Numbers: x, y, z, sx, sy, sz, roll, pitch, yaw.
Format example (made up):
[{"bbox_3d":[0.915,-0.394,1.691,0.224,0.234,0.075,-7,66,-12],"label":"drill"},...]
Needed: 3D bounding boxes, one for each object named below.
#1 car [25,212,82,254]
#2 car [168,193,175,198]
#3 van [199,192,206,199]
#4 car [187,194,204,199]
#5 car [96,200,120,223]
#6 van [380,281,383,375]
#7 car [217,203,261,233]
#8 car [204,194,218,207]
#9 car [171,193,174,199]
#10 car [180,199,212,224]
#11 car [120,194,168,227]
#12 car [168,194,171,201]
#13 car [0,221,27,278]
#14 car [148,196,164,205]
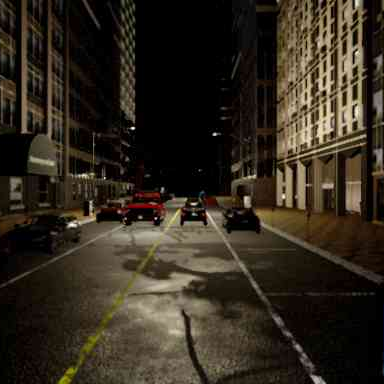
[{"bbox_3d":[-5.688,1.507,13.098,2.008,1.369,4.403,0,0,0],"label":"car"},{"bbox_3d":[-5.794,1.064,94.419,1.752,1.417,4.829,0,0,0],"label":"car"},{"bbox_3d":[2.796,0.939,87.183,1.690,1.788,3.998,0,0,0],"label":"van"},{"bbox_3d":[0.109,1.332,40.908,1.882,1.535,5.008,0,0,0],"label":"car"},{"bbox_3d":[-5.685,1.355,24.495,1.967,1.590,4.097,0,0,0],"label":"car"},{"bbox_3d":[2.689,1.336,1.698,1.690,1.788,3.998,0,0,0],"label":"van"},{"bbox_3d":[2.694,1.502,18.795,1.947,1.339,4.313,0,0,0],"label":"car"},{"bbox_3d":[2.701,1.376,47.284,1.887,1.381,4.507,0,0,0],"label":"car"},{"bbox_3d":[-5.671,1.254,75.790,1.947,1.339,4.313,0,0,0],"label":"car"},{"bbox_3d":[0.107,1.465,23.688,2.033,1.411,5.357,0,0,0],"label":"car"},{"bbox_3d":[-3.095,1.142,22.720,2.150,2.045,5.566,0,0,0],"label":"car"},{"bbox_3d":[-5.675,1.305,64.385,1.887,1.381,4.507,0,0,0],"label":"car"},{"bbox_3d":[-5.690,1.558,7.401,1.802,1.307,4.206,0,0,0],"label":"car"},{"bbox_3d":[-5.678,1.361,52.985,2.008,1.369,4.403,0,0,0],"label":"car"}]
